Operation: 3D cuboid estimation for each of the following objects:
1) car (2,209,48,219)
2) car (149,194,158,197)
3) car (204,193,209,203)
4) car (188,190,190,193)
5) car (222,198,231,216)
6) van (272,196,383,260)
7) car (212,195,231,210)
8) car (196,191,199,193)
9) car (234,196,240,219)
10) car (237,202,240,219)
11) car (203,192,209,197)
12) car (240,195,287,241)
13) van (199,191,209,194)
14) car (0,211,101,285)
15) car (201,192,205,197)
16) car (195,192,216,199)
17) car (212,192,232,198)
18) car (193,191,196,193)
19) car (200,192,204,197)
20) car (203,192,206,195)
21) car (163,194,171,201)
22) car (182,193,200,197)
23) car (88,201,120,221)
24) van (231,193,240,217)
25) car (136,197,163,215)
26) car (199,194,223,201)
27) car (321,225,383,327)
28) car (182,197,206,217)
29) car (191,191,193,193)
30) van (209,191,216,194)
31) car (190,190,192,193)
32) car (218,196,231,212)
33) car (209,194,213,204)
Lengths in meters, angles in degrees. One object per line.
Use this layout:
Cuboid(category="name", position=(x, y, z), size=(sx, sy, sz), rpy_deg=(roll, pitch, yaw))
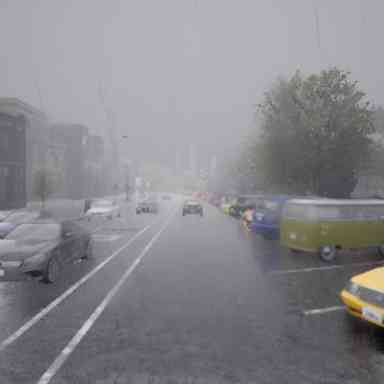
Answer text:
Cuboid(category="car", position=(-7.072, 1.505, 14.510), size=(1.812, 1.442, 4.674), rpy_deg=(0, 0, 0))
Cuboid(category="car", position=(-8.149, 1.083, 70.651), size=(1.812, 1.442, 4.674), rpy_deg=(0, 1, -3))
Cuboid(category="car", position=(4.965, 1.255, 50.303), size=(5.008, 1.535, 2.097), rpy_deg=(1, 0, -22))
Cuboid(category="car", position=(2.419, 0.838, 94.745), size=(5.008, 1.535, 2.097), rpy_deg=(1, 0, -25))
Cuboid(category="car", position=(5.280, 1.450, 26.553), size=(4.792, 1.488, 2.163), rpy_deg=(1, 0, -20))
Cuboid(category="van", position=(5.385, 1.245, 11.780), size=(4.442, 1.987, 1.878), rpy_deg=(1, 0, -20))
Cuboid(category="car", position=(5.069, 1.385, 32.409), size=(5.366, 1.575, 1.946), rpy_deg=(1, 1, -20))
Cuboid(category="car", position=(4.103, 1.068, 67.997), size=(5.366, 1.575, 1.946), rpy_deg=(1, 1, -23))
Cuboid(category="car", position=(5.293, 1.320, 20.625), size=(4.553, 1.767, 2.185), rpy_deg=(1, 1, -20))
Cuboid(category="car", position=(5.276, 1.454, 17.651), size=(5.008, 1.535, 2.097), rpy_deg=(1, 0, -20))
Cuboid(category="car", position=(5.059, 1.226, 53.341), size=(5.366, 1.575, 1.946), rpy_deg=(1, 0, -22))
Cuboid(category="car", position=(5.304, 1.212, 14.706), size=(5.566, 2.045, 2.435), rpy_deg=(1, 0, -20))
Cuboid(category="van", position=(4.316, 0.877, 65.054), size=(4.442, 1.987, 1.878), rpy_deg=(1, 1, -23))
Cuboid(category="car", position=(-4.264, 1.514, 9.625), size=(1.812, 1.442, 4.674), rpy_deg=(0, 0, 0))
Cuboid(category="car", position=(4.653, 1.206, 59.185), size=(4.674, 1.452, 2.002), rpy_deg=(0, 1, -22))
Cuboid(category="car", position=(3.336, 0.807, 82.887), size=(4.553, 1.767, 2.185), rpy_deg=(1, 0, -24))
Cuboid(category="car", position=(5.170, 1.225, 38.409), size=(4.553, 1.767, 2.185), rpy_deg=(1, 0, -21))
Cuboid(category="car", position=(3.793, 0.735, 76.982), size=(5.566, 2.045, 2.435), rpy_deg=(1, 0, -24))
Cuboid(category="car", position=(4.551, 1.175, 62.138), size=(4.674, 1.452, 2.002), rpy_deg=(0, 0, -23))
Cuboid(category="car", position=(4.777, 1.237, 56.241), size=(4.674, 1.452, 2.002), rpy_deg=(1, 0, -22))
Cuboid(category="car", position=(-5.353, 1.149, 70.796), size=(1.895, 1.301, 4.718), rpy_deg=(0, 1, -3))
Cuboid(category="car", position=(-0.203, 1.285, 45.994), size=(1.882, 1.535, 5.008), rpy_deg=(0, 0, -1))
Cuboid(category="car", position=(-7.069, 1.461, 27.002), size=(1.812, 1.442, 4.674), rpy_deg=(0, 1, 0))
Cuboid(category="van", position=(5.366, 1.209, 23.623), size=(4.442, 1.987, 1.878), rpy_deg=(1, 0, -20))
Cuboid(category="car", position=(-4.244, 1.470, 32.470), size=(1.994, 1.385, 4.181), rpy_deg=(0, 0, 0))
Cuboid(category="car", position=(4.117, 1.083, 71.038), size=(4.674, 1.452, 2.002), rpy_deg=(0, 1, -23))
Cuboid(category="car", position=(5.122, 1.473, 5.737), size=(5.366, 1.575, 1.946), rpy_deg=(1, 0, -20))
Cuboid(category="car", position=(0.034, 1.440, 30.672), size=(1.812, 1.442, 4.674), rpy_deg=(0, 0, -1))
Cuboid(category="car", position=(3.158, 0.909, 85.857), size=(4.892, 1.521, 2.231), rpy_deg=(1, 1, -25))
Cuboid(category="van", position=(5.155, 1.057, 47.377), size=(4.442, 1.987, 1.878), rpy_deg=(1, 0, -22))
Cuboid(category="car", position=(2.650, 0.890, 91.771), size=(4.792, 1.488, 2.163), rpy_deg=(1, 1, -25))
Cuboid(category="car", position=(5.425, 1.405, 29.568), size=(5.366, 1.575, 1.946), rpy_deg=(1, 0, -20))
Cuboid(category="car", position=(5.109, 1.346, 44.360), size=(4.674, 1.452, 2.002), rpy_deg=(1, 1, -21))
